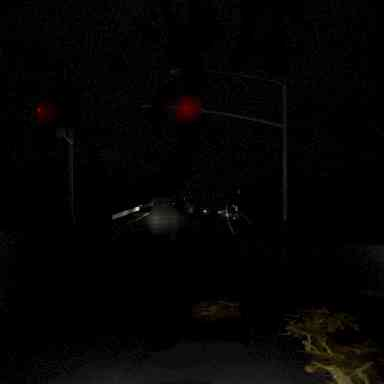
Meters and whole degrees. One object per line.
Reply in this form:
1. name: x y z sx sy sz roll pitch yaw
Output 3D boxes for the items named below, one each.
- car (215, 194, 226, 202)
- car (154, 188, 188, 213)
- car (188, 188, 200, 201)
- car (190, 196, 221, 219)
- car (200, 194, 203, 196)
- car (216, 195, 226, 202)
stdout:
1. car: 4.772 1.101 58.287 1.812 1.442 4.674 0 -2 7
2. car: -2.055 0.808 31.541 2.150 2.045 5.566 0 3 6
3. car: -0.693 0.502 44.011 2.150 2.045 5.566 0 0 7
4. car: 1.157 1.340 27.418 1.994 1.385 4.181 0 3 5
5. car: 1.108 1.083 57.634 2.033 1.411 5.357 0 -2 8
6. car: 5.993 1.351 68.381 1.882 1.535 5.008 0 -1 6
